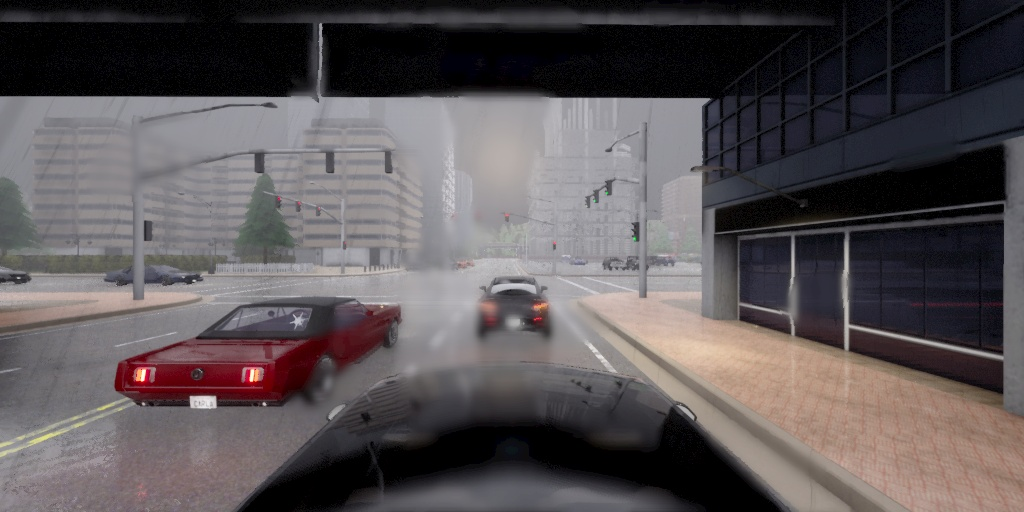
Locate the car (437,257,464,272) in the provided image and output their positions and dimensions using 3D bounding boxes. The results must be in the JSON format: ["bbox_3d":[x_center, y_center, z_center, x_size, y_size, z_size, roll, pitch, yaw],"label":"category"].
[{"bbox_3d":[-8.107,1.241,47.406,2.128,1.511,4.902,0,0,0],"label":"car"}]

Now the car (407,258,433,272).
[{"bbox_3d":[-11.582,1.314,44.610,1.994,1.385,4.181,0,0,0],"label":"car"}]

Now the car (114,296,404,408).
[{"bbox_3d":[-3.440,1.351,6.237,1.895,1.301,4.718,0,0,0],"label":"car"}]

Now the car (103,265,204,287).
[{"bbox_3d":[-24.211,1.298,24.303,5.357,1.411,2.033,0,0,0],"label":"car"}]

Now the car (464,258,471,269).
[{"bbox_3d":[-8.173,1.102,56.317,2.097,1.767,4.553,0,0,0],"label":"car"}]

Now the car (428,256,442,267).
[{"bbox_3d":[-11.656,0.971,53.968,2.150,2.045,5.566,0,0,-1],"label":"car"}]

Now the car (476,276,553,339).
[{"bbox_3d":[0.071,1.276,10.004,1.812,1.442,4.674,0,0,0],"label":"car"}]

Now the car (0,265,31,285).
[{"bbox_3d":[-35.786,1.256,24.233,4.892,1.490,1.837,0,0,0],"label":"car"}]
